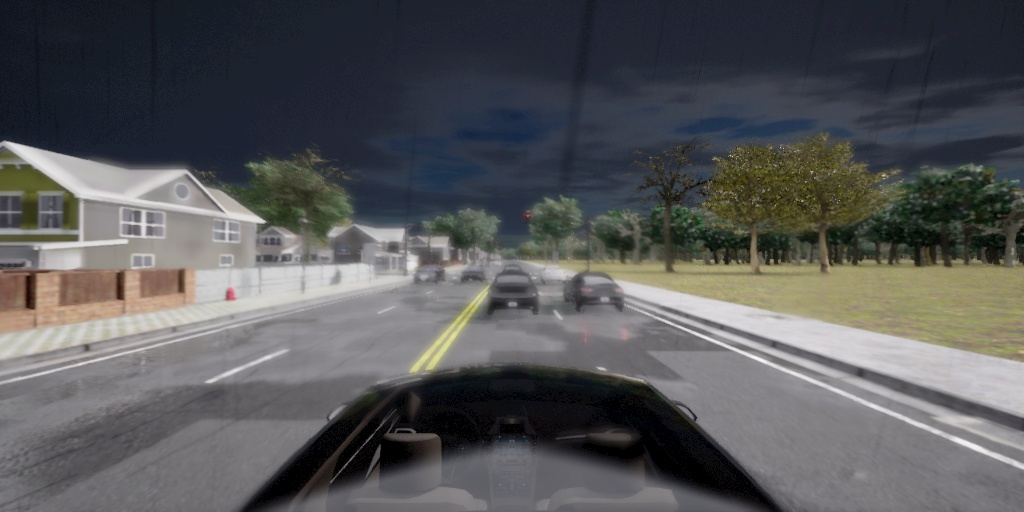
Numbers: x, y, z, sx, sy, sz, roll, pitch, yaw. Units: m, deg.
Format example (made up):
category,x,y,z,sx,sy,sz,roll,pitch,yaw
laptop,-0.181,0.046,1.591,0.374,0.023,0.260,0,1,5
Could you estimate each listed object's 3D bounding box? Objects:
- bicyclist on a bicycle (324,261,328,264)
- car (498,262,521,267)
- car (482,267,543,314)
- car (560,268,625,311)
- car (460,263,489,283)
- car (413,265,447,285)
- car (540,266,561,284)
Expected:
category,x,y,z,sx,sy,sz,roll,pitch,yaw
bicyclist on a bicycle,-24.628,1.461,47.560,0.582,1.620,1.656,0,0,0
car,0.050,1.478,29.129,1.837,1.490,4.892,0,0,1
car,0.047,1.358,14.255,1.837,1.490,4.892,0,0,0
car,3.303,1.383,14.966,1.812,1.442,4.674,0,0,1
car,-3.268,1.537,31.220,2.033,1.411,5.357,0,0,1
car,-6.540,1.464,29.061,2.128,1.511,4.902,0,-1,1
car,3.304,1.502,29.533,1.812,1.442,4.674,0,-1,1
